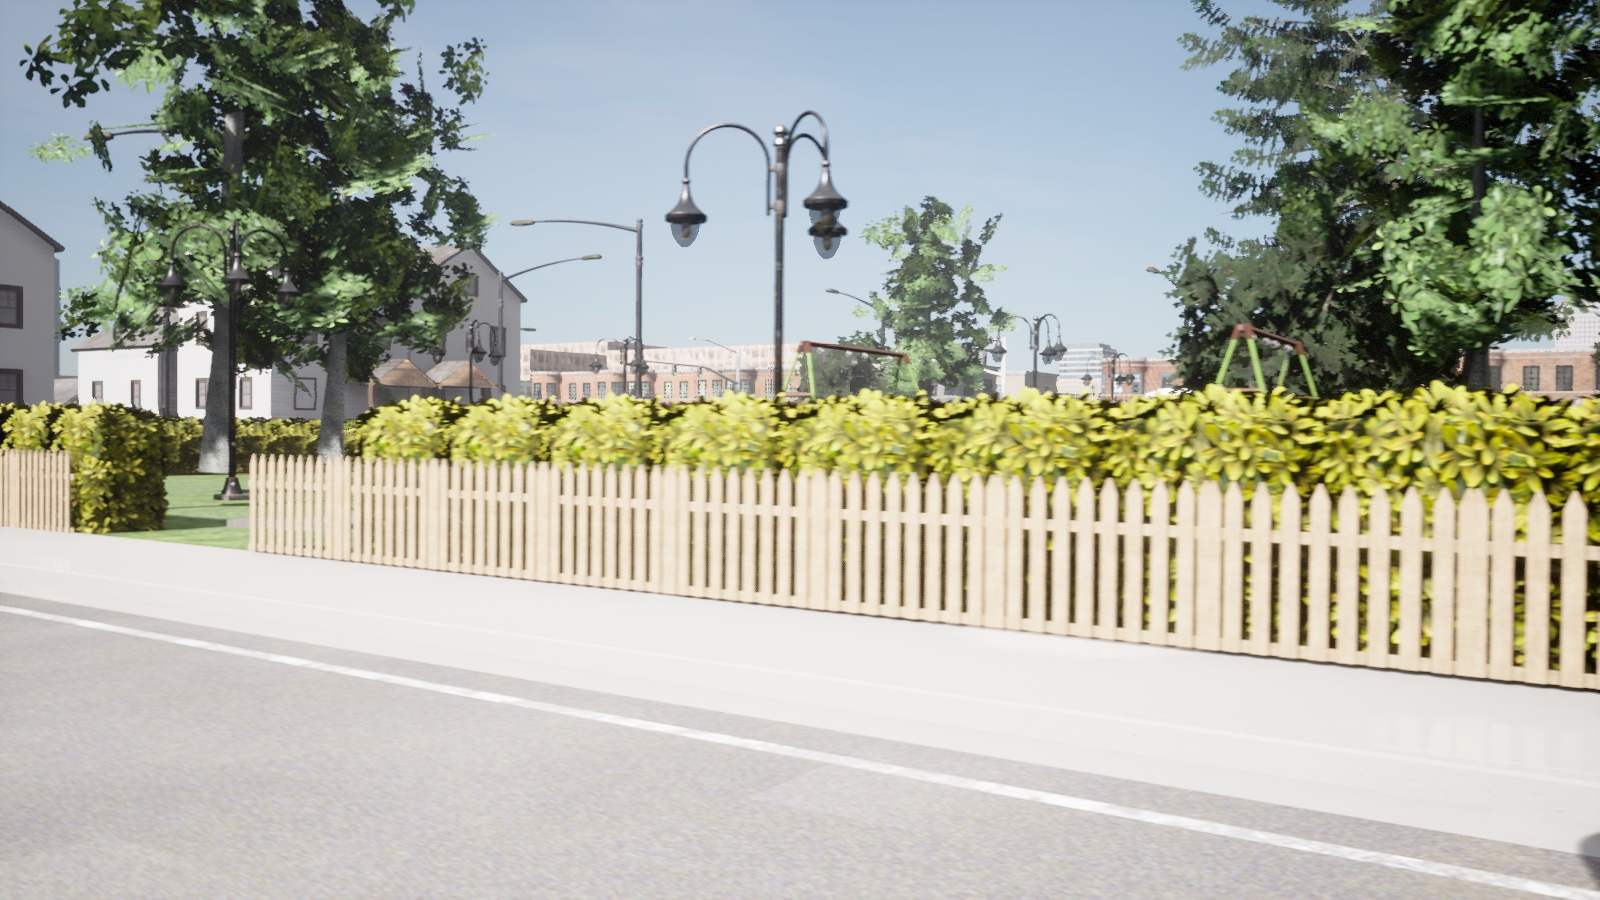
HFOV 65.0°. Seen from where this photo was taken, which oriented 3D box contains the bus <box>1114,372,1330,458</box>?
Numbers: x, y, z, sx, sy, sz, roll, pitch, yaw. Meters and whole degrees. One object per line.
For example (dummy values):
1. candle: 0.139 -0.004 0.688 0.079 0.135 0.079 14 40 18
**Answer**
1. bus: 22.634 -1.769 67.663 10.273 4.253 3.944 -1 1 33
